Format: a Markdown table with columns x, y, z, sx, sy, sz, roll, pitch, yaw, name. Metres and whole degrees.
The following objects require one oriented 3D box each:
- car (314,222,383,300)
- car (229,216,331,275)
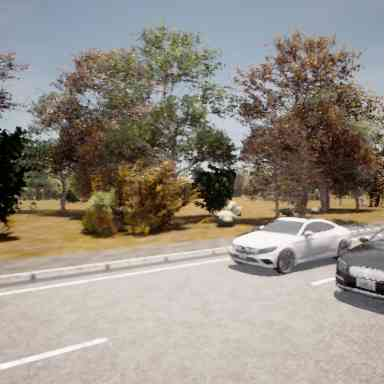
| x | y | z | sx | sy | sz | roll | pitch | yaw | name |
| --- | --- | --- | --- | --- | --- | --- | --- | --- | --- |
| 5.313 | 1.494 | 7.777 | 4.902 | 1.511 | 2.128 | 0 | 0 | -35 | car |
| 3.308 | 1.528 | 10.648 | 4.674 | 1.442 | 1.812 | 0 | 0 | -35 | car |
